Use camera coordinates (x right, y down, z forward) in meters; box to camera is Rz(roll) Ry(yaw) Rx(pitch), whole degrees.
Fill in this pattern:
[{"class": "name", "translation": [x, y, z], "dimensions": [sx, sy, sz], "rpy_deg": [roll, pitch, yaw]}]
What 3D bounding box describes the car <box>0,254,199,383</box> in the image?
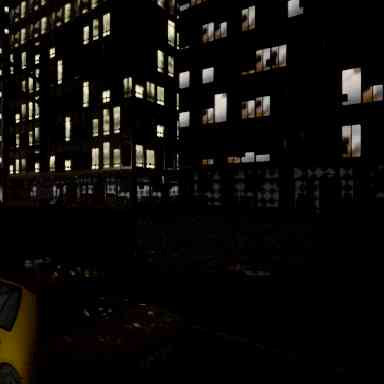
[{"class": "car", "translation": [-2.208, 1.525, 4.445], "dimensions": [4.829, 1.417, 1.752], "rpy_deg": [0, 0, 36]}]
